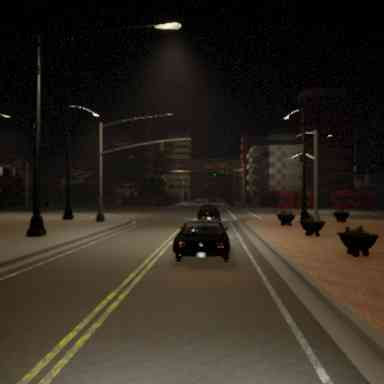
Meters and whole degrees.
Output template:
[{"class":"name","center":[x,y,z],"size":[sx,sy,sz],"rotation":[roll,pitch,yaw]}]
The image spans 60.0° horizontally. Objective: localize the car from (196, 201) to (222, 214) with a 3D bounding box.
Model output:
[{"class":"car","center":[1.441,1.782,28.004],"size":[1.837,1.490,4.892],"rotation":[0,0,4]}]

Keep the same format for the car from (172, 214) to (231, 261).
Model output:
[{"class":"car","center":[0.453,1.726,12.782],"size":[1.895,1.301,4.718],"rotation":[0,-1,4]}]

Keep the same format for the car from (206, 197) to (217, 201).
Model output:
[{"class":"car","center":[5.380,2.215,89.023],"size":[2.033,1.411,5.357],"rotation":[0,-1,4]}]
